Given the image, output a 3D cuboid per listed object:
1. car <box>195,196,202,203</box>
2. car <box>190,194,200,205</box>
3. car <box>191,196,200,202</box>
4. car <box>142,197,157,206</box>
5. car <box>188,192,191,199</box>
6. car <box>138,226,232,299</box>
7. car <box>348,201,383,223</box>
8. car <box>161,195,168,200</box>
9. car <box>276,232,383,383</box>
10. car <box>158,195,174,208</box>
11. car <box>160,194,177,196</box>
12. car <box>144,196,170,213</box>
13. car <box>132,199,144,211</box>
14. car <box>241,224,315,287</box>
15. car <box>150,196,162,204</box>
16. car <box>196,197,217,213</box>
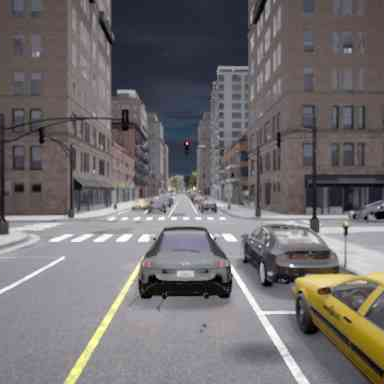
[{"bbox_3d":[1.631,1.558,41.696,1.802,1.307,4.206,0,0,-1],"label":"car"},{"bbox_3d":[1.206,1.404,58.736,1.967,1.590,4.097,0,0,-1],"label":"car"},{"bbox_3d":[0.781,1.515,75.776,1.947,1.339,4.313,0,0,-1],"label":"car"},{"bbox_3d":[-6.675,1.534,52.853,1.947,1.339,4.313,0,0,-1],"label":"car"},{"bbox_3d":[0.923,1.269,70.096,2.192,1.841,5.009,0,0,-1],"label":"car"},{"bbox_3d":[-0.177,1.559,8.478,1.994,1.385,4.181,0,0,-1],"label":"car"},{"bbox_3d":[13.923,1.389,24.090,4.902,1.511,2.128,0,0,-3],"label":"car"},{"bbox_3d":[-7.666,1.517,92.610,1.802,1.307,4.206,0,0,-1],"label":"car"},{"bbox_3d":[2.580,1.523,3.914,1.752,1.417,4.829,0,0,-1],"label":"car"},{"bbox_3d":[-3.984,1.536,47.475,1.994,1.385,4.181,0,0,-1],"label":"car"},{"bbox_3d":[-4.320,1.508,62.376,2.033,1.411,5.357,0,0,-1],"label":"car"},{"bbox_3d":[-3.712,1.484,36.268,1.837,1.490,4.892,0,0,-1],"label":"car"},{"bbox_3d":[-6.387,1.502,41.324,1.752,1.417,4.829,0,0,-1],"label":"car"},{"bbox_3d":[2.444,1.546,9.148,2.008,1.369,4.403,0,0,-1],"label":"car"},{"bbox_3d":[-6.958,1.510,64.212,2.008,1.369,4.403,0,0,-1],"label":"car"},{"bbox_3d":[1.772,1.531,36.016,2.008,1.369,4.403,0,0,-1],"label":"car"}]
